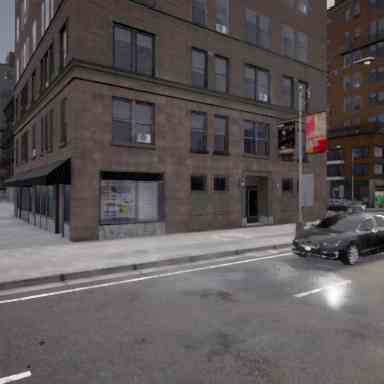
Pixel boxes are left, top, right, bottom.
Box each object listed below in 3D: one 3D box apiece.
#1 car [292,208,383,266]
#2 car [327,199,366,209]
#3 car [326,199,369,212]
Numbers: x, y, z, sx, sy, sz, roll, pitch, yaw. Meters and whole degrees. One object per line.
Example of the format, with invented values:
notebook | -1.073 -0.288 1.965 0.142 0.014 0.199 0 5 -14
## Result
car | 5.538 1.507 11.637 4.892 1.490 1.837 1 0 -36
car | 15.641 1.485 34.974 2.128 1.511 4.902 0 0 -35
car | 18.713 1.580 40.134 1.947 1.339 4.313 0 0 -35
